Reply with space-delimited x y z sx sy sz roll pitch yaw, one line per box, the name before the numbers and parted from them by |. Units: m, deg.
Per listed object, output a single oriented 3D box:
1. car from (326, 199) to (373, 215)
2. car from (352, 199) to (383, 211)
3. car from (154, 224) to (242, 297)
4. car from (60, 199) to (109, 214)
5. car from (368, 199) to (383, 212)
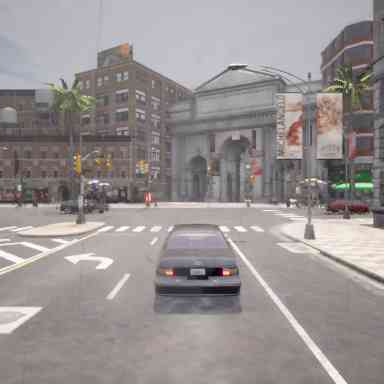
car | 16.275 1.477 33.872 5.008 1.535 1.882 0 0 1
car | 22.274 1.564 40.989 4.181 1.385 1.994 0 0 0
car | 0.110 1.547 8.762 2.033 1.411 5.357 0 0 0
car | -10.987 1.505 34.133 4.892 1.490 1.837 0 0 1
car | 22.701 1.526 37.490 4.674 1.442 1.812 0 0 1
